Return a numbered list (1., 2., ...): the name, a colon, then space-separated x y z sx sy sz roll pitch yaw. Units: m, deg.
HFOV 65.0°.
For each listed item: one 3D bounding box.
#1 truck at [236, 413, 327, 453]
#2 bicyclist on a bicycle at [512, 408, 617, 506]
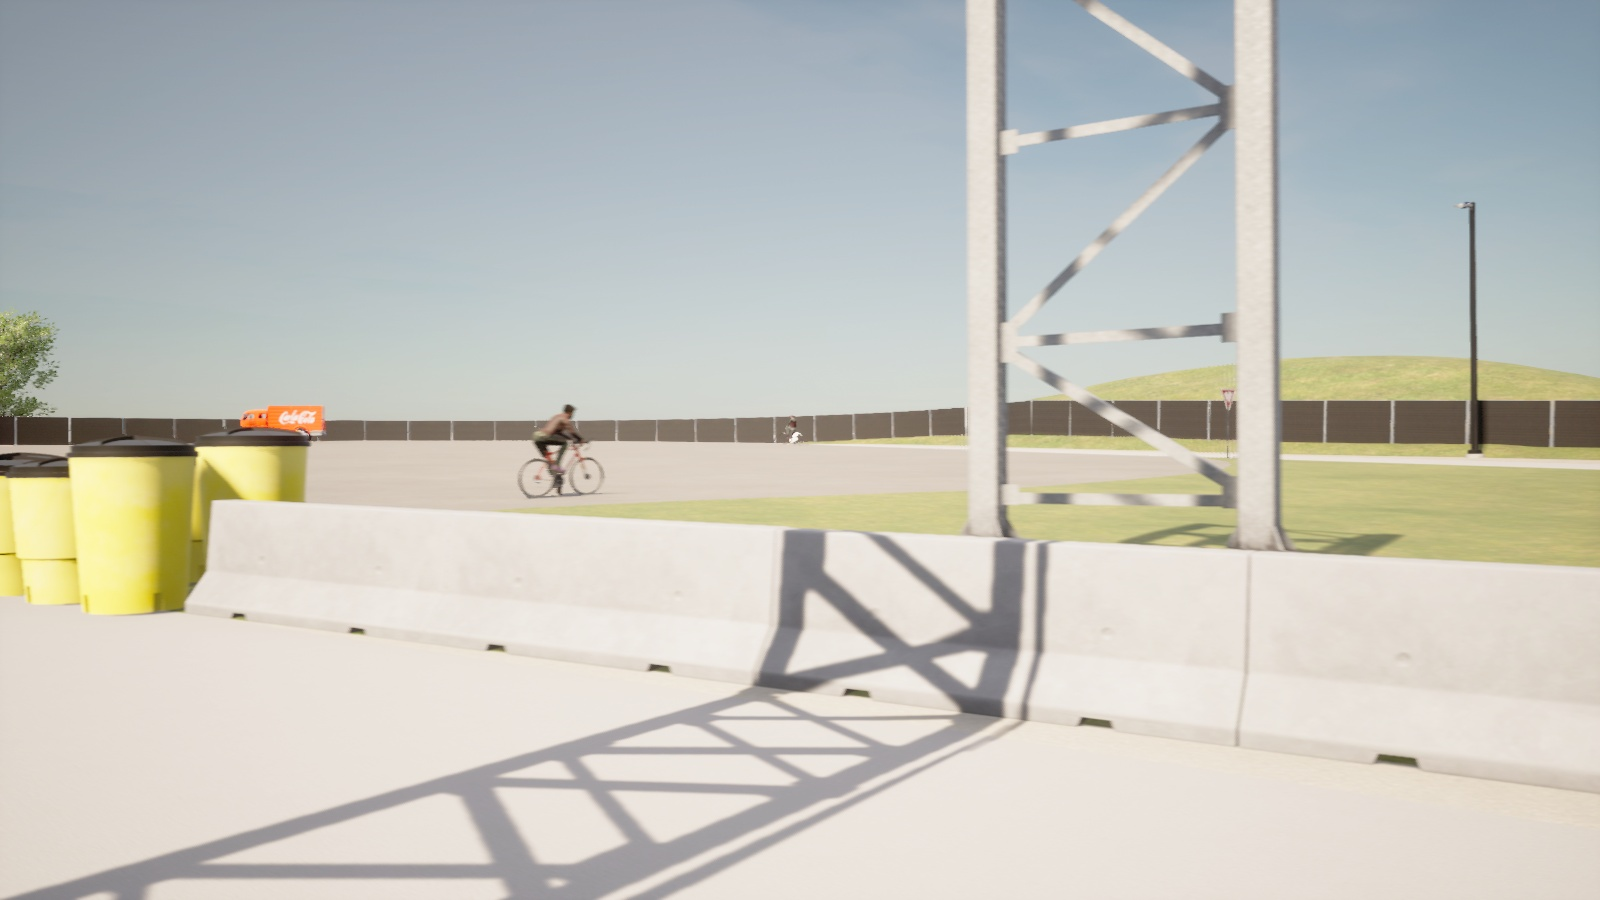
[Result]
1. truck: -34.456 -1.107 83.578 5.204 2.467 2.627 -2 0 -15
2. bicyclist on a bicycle: -4.076 0.099 21.827 1.656 1.620 0.582 -3 2 -38
